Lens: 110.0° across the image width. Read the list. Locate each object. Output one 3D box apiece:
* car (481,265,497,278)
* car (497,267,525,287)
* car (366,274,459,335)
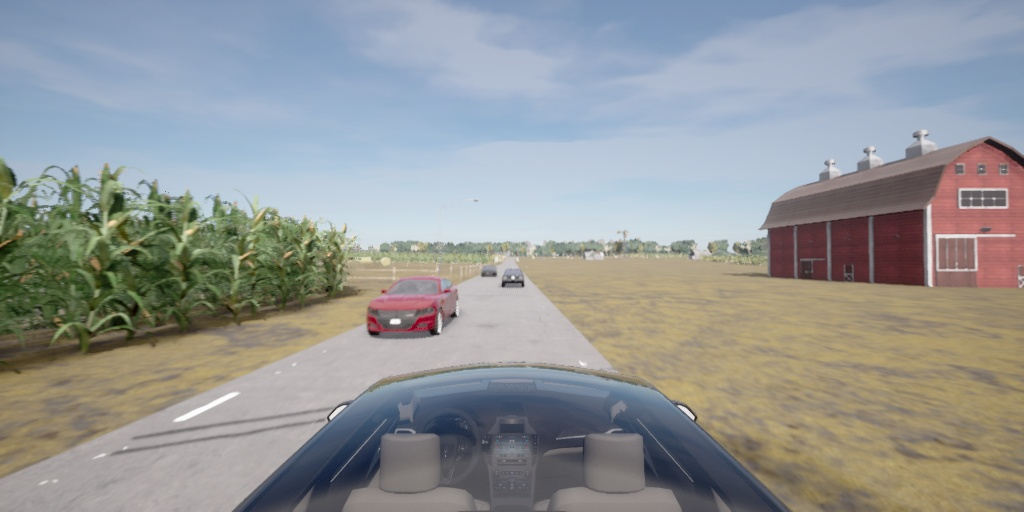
[{"bbox_3d":[-2.831,1.874,45.106,1.882,1.535,5.008,0,-1,0],"label":"car"},{"bbox_3d":[0.111,1.701,29.219,2.033,1.411,5.357,0,-1,1],"label":"car"},{"bbox_3d":[-2.848,1.367,11.238,1.882,1.535,5.008,0,-1,0],"label":"car"}]
